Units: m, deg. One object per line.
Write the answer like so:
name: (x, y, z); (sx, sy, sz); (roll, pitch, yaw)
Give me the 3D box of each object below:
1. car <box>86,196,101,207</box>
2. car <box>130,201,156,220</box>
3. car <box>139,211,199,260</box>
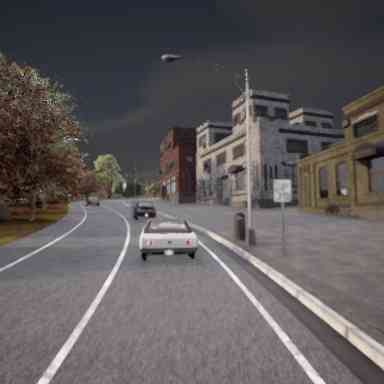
car: (-14.713, 1.374, 49.481); (1.837, 1.490, 4.892); (2, 0, -20)
car: (-4.274, 1.564, 29.094); (1.837, 1.490, 4.892); (1, 0, -15)
car: (-0.968, 1.623, 12.632); (1.895, 1.301, 4.718); (0, 0, -7)
